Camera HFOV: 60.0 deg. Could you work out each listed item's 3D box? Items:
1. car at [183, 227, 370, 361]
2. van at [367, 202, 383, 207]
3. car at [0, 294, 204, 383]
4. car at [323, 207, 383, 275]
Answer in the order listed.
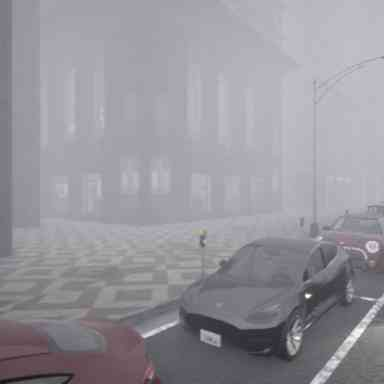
[{"bbox_3d":[1.633,1.560,6.077,1.947,1.339,4.313,0,0,40],"label":"car"},{"bbox_3d":[8.817,1.336,14.765,1.690,1.788,3.998,0,0,40],"label":"van"},{"bbox_3d":[-1.958,1.578,1.733,1.802,1.307,4.206,0,0,40],"label":"car"},{"bbox_3d":[5.225,1.434,10.422,1.967,1.590,4.097,0,0,40],"label":"car"}]
